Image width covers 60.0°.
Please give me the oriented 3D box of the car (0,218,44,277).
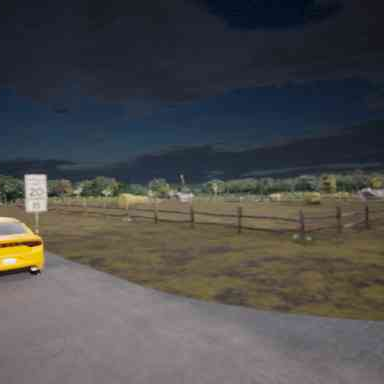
[{"bbox_3d":[-5.894,1.489,9.719,1.882,1.535,5.008,-2,1,-40],"label":"car"}]
